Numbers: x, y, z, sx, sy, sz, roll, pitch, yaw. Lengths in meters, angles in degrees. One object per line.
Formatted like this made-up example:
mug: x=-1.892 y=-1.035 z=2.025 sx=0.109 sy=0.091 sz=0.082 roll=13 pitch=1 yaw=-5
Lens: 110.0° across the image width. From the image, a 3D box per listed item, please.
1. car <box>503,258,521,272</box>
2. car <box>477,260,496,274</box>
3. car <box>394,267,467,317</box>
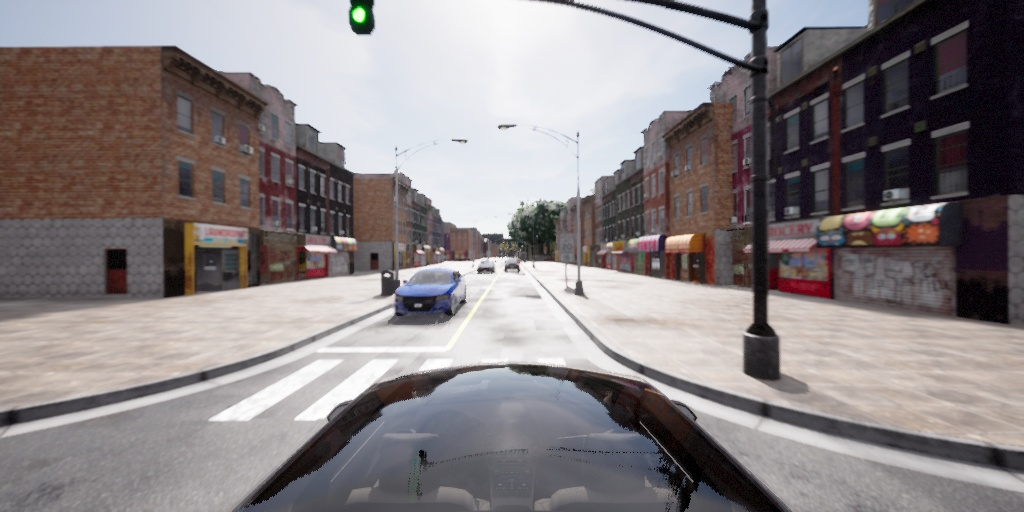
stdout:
car: x=0.021 y=1.123 z=43.162 sx=1.812 sy=1.442 sz=4.674 roll=0 pitch=0 yaw=0
car: x=-2.799 y=1.176 z=39.972 sx=2.033 sy=1.411 sz=5.357 roll=0 pitch=0 yaw=0
car: x=-2.847 y=1.195 z=13.357 sx=1.882 sy=1.535 sz=5.008 roll=0 pitch=1 yaw=0
